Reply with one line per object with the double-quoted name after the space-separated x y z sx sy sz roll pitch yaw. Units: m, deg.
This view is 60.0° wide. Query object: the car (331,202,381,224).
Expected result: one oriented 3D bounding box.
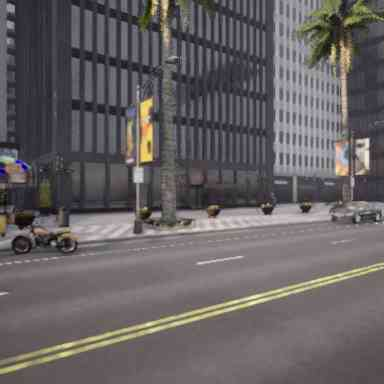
12.450 1.497 25.137 4.892 1.521 2.231 0 0 -35 "car"
